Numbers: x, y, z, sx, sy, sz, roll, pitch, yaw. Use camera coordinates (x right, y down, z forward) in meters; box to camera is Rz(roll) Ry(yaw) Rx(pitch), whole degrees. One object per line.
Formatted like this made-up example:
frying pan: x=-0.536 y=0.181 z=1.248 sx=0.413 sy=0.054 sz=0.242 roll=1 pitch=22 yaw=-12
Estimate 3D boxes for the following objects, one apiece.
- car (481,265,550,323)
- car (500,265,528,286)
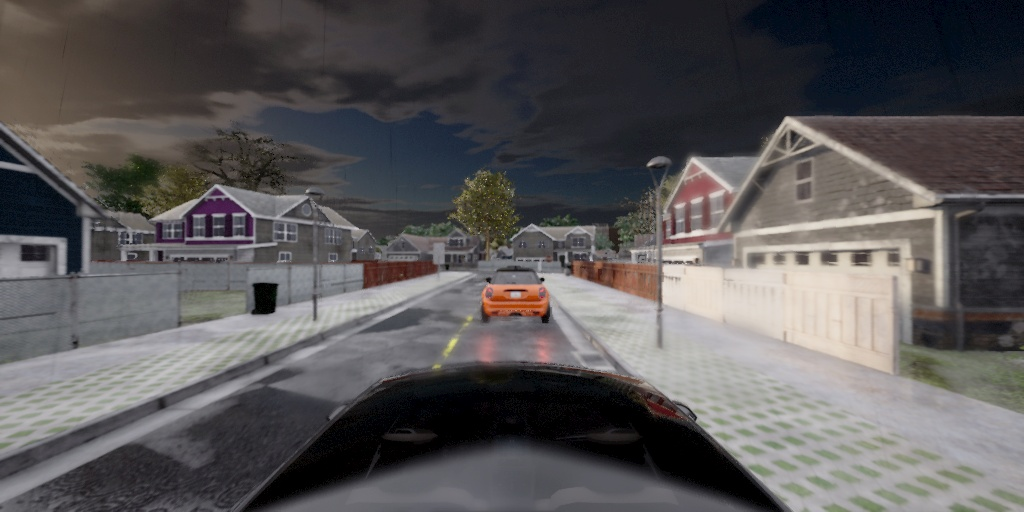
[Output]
car: x=0.115 y=1.165 z=12.628 sx=2.097 sy=1.767 sz=4.553 roll=0 pitch=0 yaw=0
car: x=0.139 y=1.461 z=27.510 sx=1.994 sy=1.385 sz=4.181 roll=0 pitch=0 yaw=0
